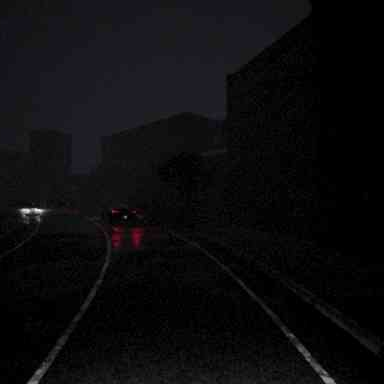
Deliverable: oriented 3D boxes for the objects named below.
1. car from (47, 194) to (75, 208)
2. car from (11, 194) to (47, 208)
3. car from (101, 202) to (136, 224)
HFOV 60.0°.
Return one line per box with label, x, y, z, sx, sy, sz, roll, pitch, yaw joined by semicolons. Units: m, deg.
car;-15.003;0.998;37.729;2.128;1.511;4.902;4;-1;-43
car;-17.343;0.929;34.883;1.994;1.385;4.181;3;0;-45
car;-5.258;1.399;23.673;1.812;1.442;4.674;2;0;-24
